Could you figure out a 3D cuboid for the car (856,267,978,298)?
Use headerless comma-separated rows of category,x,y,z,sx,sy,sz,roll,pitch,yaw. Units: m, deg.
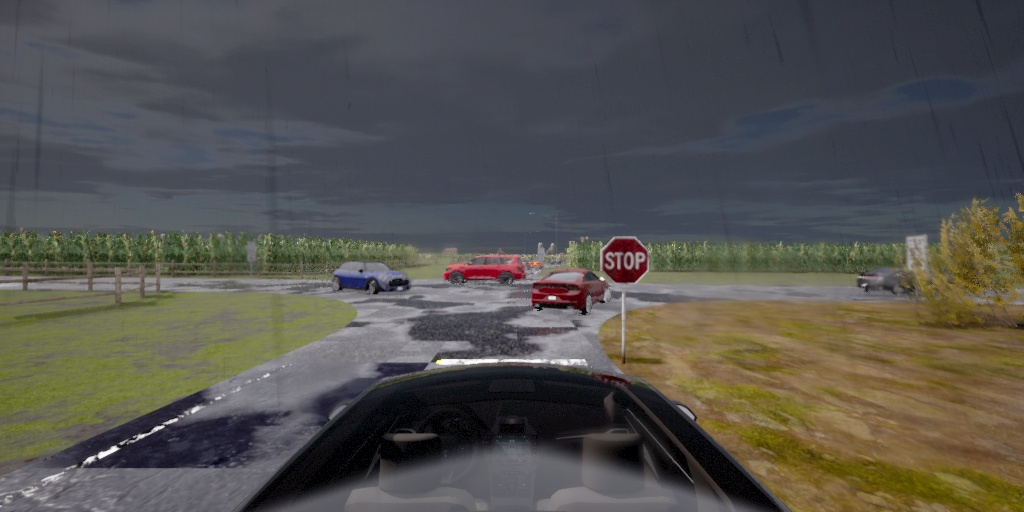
car,21.294,1.377,18.971,4.902,1.511,2.128,0,0,6

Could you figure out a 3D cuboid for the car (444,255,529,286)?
car,-1.830,0.967,24.657,5.566,2.045,2.150,0,0,4

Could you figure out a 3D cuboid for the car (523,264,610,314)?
car,2.437,1.228,13.999,1.882,1.535,5.008,0,0,27

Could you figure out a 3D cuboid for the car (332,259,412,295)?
car,-7.516,1.047,19.235,4.553,1.767,2.097,0,0,32

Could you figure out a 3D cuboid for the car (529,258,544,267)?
car,4.026,1.120,58.180,2.097,1.767,4.553,0,0,11
